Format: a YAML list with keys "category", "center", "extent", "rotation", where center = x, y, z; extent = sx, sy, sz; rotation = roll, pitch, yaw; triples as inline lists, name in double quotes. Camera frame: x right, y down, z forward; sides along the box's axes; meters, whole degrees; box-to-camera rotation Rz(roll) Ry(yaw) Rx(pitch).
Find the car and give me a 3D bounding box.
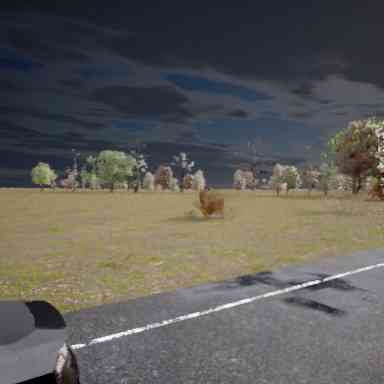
- category: "car"
  center: [-3.143, 1.497, 1.750]
  extent: [4.902, 1.511, 2.128]
  rotation: [0, 0, -35]
